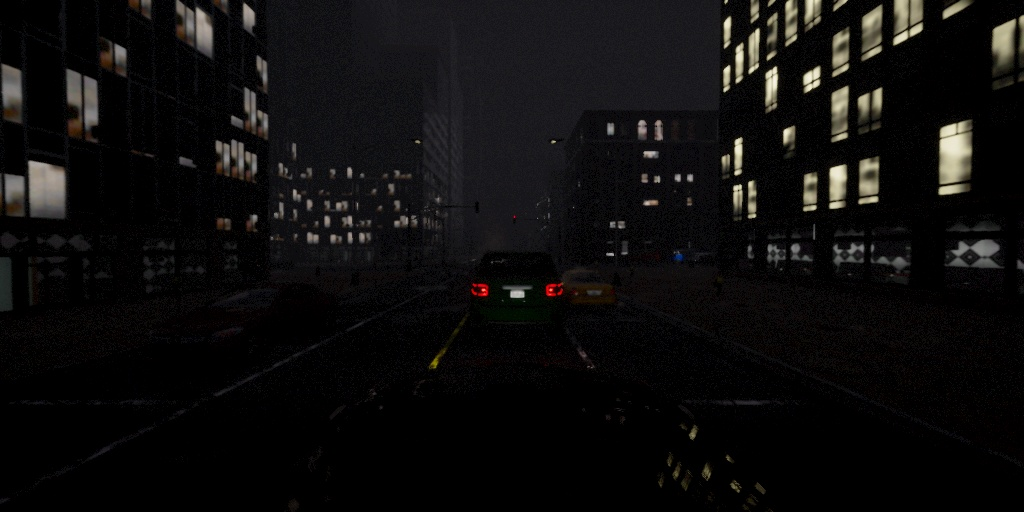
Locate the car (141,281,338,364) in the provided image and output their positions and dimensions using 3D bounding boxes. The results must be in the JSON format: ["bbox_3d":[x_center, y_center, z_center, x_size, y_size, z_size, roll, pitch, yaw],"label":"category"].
[{"bbox_3d":[-5.317,1.222,7.748,1.802,1.307,4.207,0,0,0],"label":"car"}]

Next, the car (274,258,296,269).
[{"bbox_3d":[-28.411,0.898,43.124,4.403,1.370,2.007,0,0,-1],"label":"car"}]

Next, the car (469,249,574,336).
[{"bbox_3d":[0.096,0.822,9.994,2.150,2.045,5.566,0,1,0],"label":"car"}]

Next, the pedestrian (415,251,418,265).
[{"bbox_3d":[-12.360,0.212,46.288,0.375,1.860,0.375,0,2,-1],"label":"pedestrian"}]

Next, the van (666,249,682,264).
[{"bbox_3d":[20.969,0.038,43.736,3.998,1.789,1.690,0,0,-1],"label":"van"}]

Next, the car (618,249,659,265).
[{"bbox_3d":[15.314,0.084,43.677,5.009,1.841,2.192,0,0,-1],"label":"car"}]

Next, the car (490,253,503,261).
[{"bbox_3d":[-2.784,0.150,65.193,2.033,1.411,5.357,0,1,1],"label":"car"}]

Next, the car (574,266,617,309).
[{"bbox_3d":[2.562,1.065,13.478,1.751,1.417,4.829,0,0,0],"label":"car"}]

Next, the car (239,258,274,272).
[{"bbox_3d":[-28.258,0.980,37.733,4.674,1.442,1.812,-1,1,-1],"label":"car"}]

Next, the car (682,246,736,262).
[{"bbox_3d":[23.121,-0.059,41.274,5.566,2.045,2.150,-1,1,-1],"label":"car"}]

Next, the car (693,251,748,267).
[{"bbox_3d":[21.079,0.400,35.858,4.507,1.381,1.888,0,0,-1],"label":"car"}]
